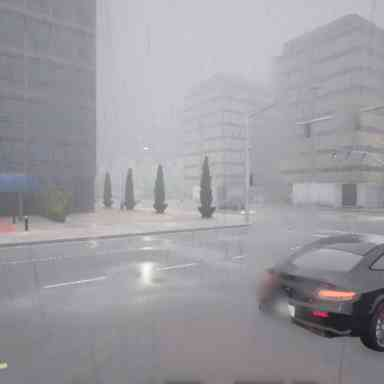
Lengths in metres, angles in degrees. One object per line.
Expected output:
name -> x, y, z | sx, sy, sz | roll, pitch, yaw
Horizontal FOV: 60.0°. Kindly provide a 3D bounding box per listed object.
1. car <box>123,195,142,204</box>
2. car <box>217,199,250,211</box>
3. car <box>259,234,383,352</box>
car -> -11.358, 1.351, 63.283 | 2.097, 1.767, 4.553 | 0, 0, -34
car -> 4.958, 1.564, 39.895 | 1.994, 1.385, 4.181 | 0, 0, -35
car -> 3.247, 1.526, 6.136 | 4.674, 1.442, 1.812 | 0, 0, -35
